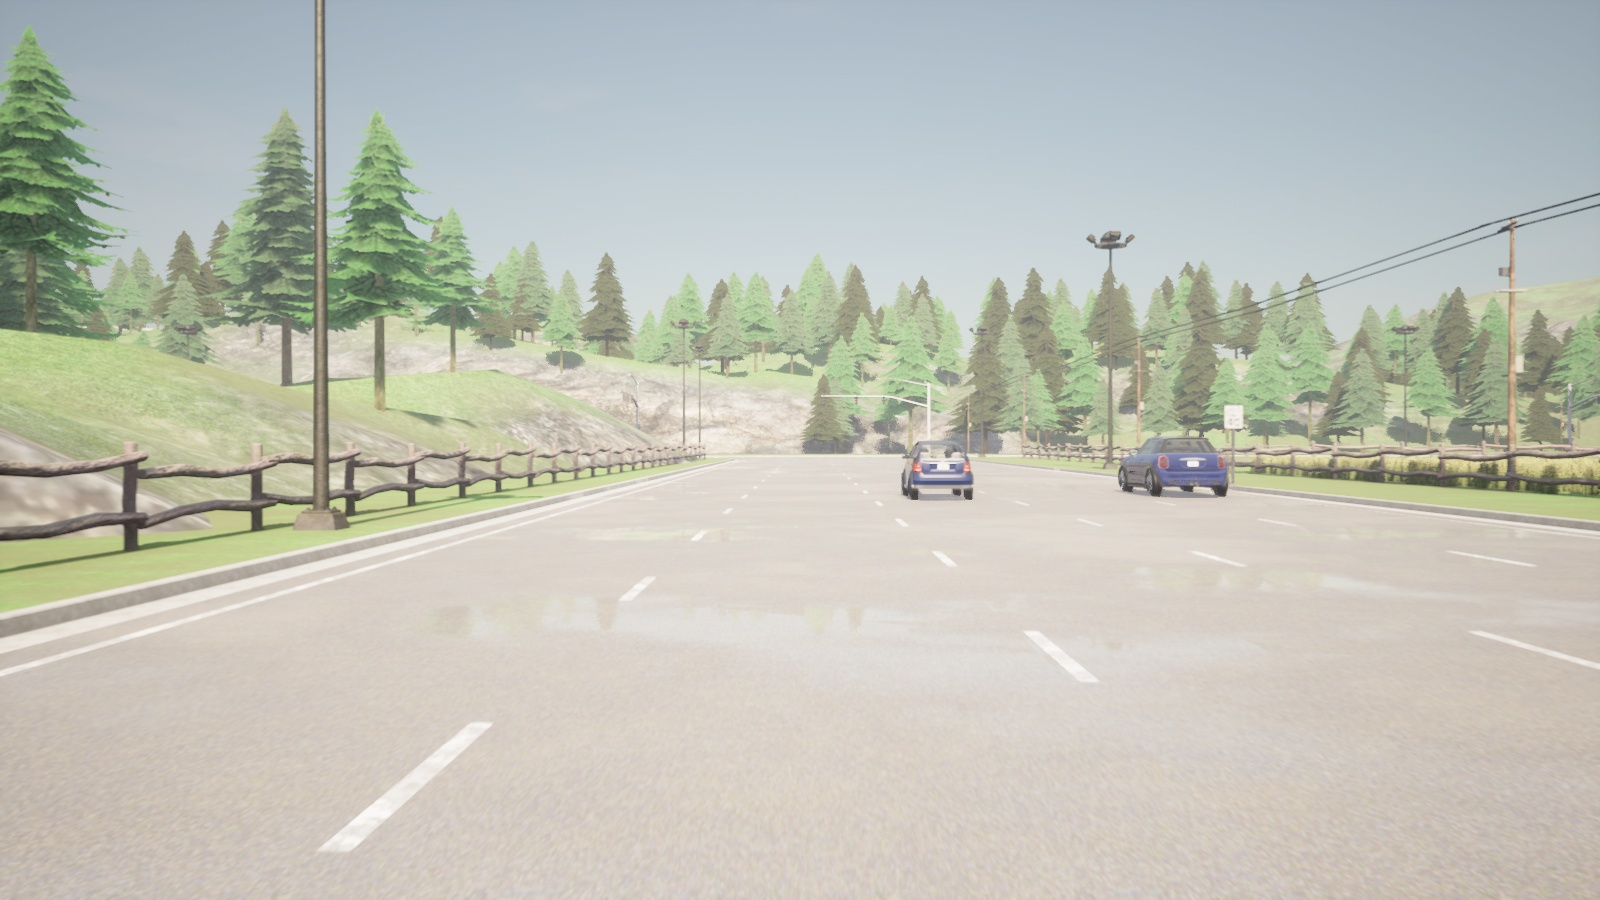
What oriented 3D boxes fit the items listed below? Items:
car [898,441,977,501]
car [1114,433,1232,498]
[{"bbox_3d":[3.708,0.533,34.403,1.789,1.549,3.705,0,0,0],"label":"car"},{"bbox_3d":[10.720,0.407,36.460,2.097,1.767,4.553,0,0,0],"label":"car"}]
